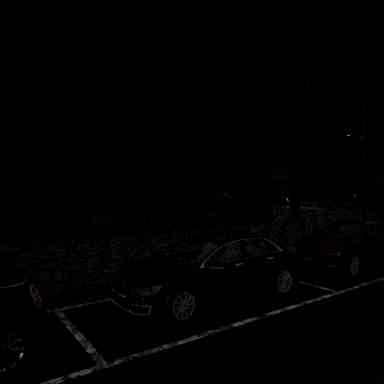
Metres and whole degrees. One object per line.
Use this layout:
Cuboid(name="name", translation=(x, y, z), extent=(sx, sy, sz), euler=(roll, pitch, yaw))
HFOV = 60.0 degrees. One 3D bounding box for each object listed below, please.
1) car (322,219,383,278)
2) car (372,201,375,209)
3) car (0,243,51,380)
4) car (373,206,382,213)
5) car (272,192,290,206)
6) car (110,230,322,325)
Cuboid(name="car", translation=(4.930, 1.545, 10.159), extent=(4.507, 1.381, 1.887), euler=(0, 0, -35))
Cuboid(name="car", translation=(18.704, 1.245, 29.386), extent=(1.882, 1.535, 5.008), euler=(0, 1, -36))
Cuboid(name="car", translation=(-3.960, 1.440, 3.827), extent=(4.097, 1.590, 1.967), euler=(0, 0, -35))
Cuboid(name="car", translation=(9.374, 1.441, 13.325), extent=(4.097, 1.590, 1.967), euler=(0, 0, -35))
Cuboid(name="car", translation=(10.705, 0.850, 40.584), extent=(2.097, 1.767, 4.553), euler=(0, 1, -35))
Cuboid(name="car", translation=(0.485, 1.551, 6.993), extent=(4.403, 1.369, 2.008), euler=(0, 0, -35))
